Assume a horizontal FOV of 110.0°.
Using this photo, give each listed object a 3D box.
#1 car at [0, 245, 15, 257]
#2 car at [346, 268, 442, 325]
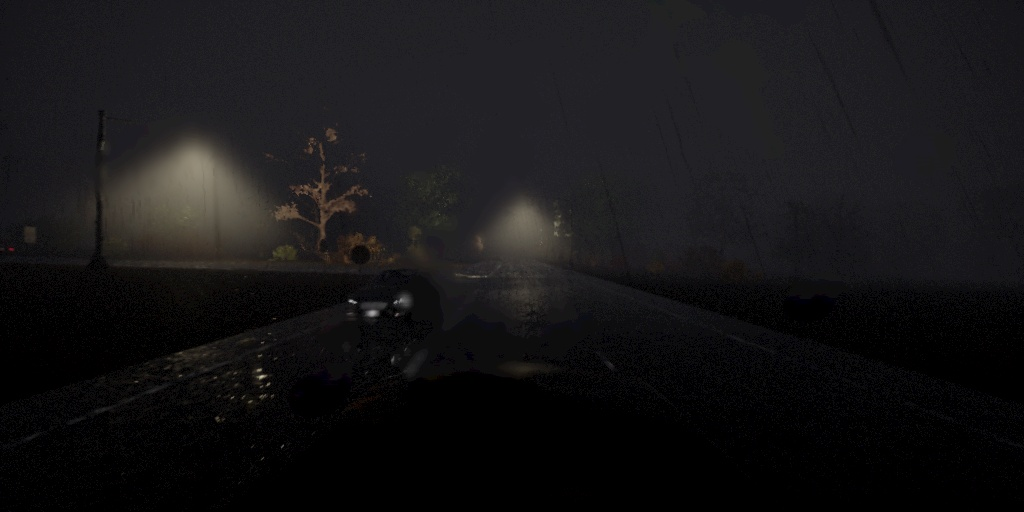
[{"bbox_3d":[-48.931,-0.652,32.668,5.357,1.411,2.033,2,0,0],"label":"car"},{"bbox_3d":[-3.507,1.159,11.445,2.128,1.511,4.902,0,1,0],"label":"car"}]
